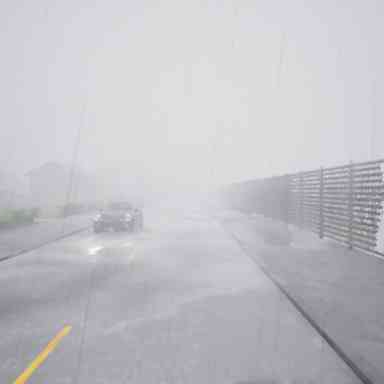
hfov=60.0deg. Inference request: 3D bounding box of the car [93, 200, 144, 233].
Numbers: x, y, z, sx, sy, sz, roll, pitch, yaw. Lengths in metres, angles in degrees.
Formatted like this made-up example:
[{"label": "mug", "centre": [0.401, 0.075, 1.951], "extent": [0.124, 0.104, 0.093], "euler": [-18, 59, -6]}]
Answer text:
[{"label": "car", "centre": [-4.038, 1.284, 18.882], "extent": [2.097, 1.767, 4.553], "euler": [0, 0, 0]}]
